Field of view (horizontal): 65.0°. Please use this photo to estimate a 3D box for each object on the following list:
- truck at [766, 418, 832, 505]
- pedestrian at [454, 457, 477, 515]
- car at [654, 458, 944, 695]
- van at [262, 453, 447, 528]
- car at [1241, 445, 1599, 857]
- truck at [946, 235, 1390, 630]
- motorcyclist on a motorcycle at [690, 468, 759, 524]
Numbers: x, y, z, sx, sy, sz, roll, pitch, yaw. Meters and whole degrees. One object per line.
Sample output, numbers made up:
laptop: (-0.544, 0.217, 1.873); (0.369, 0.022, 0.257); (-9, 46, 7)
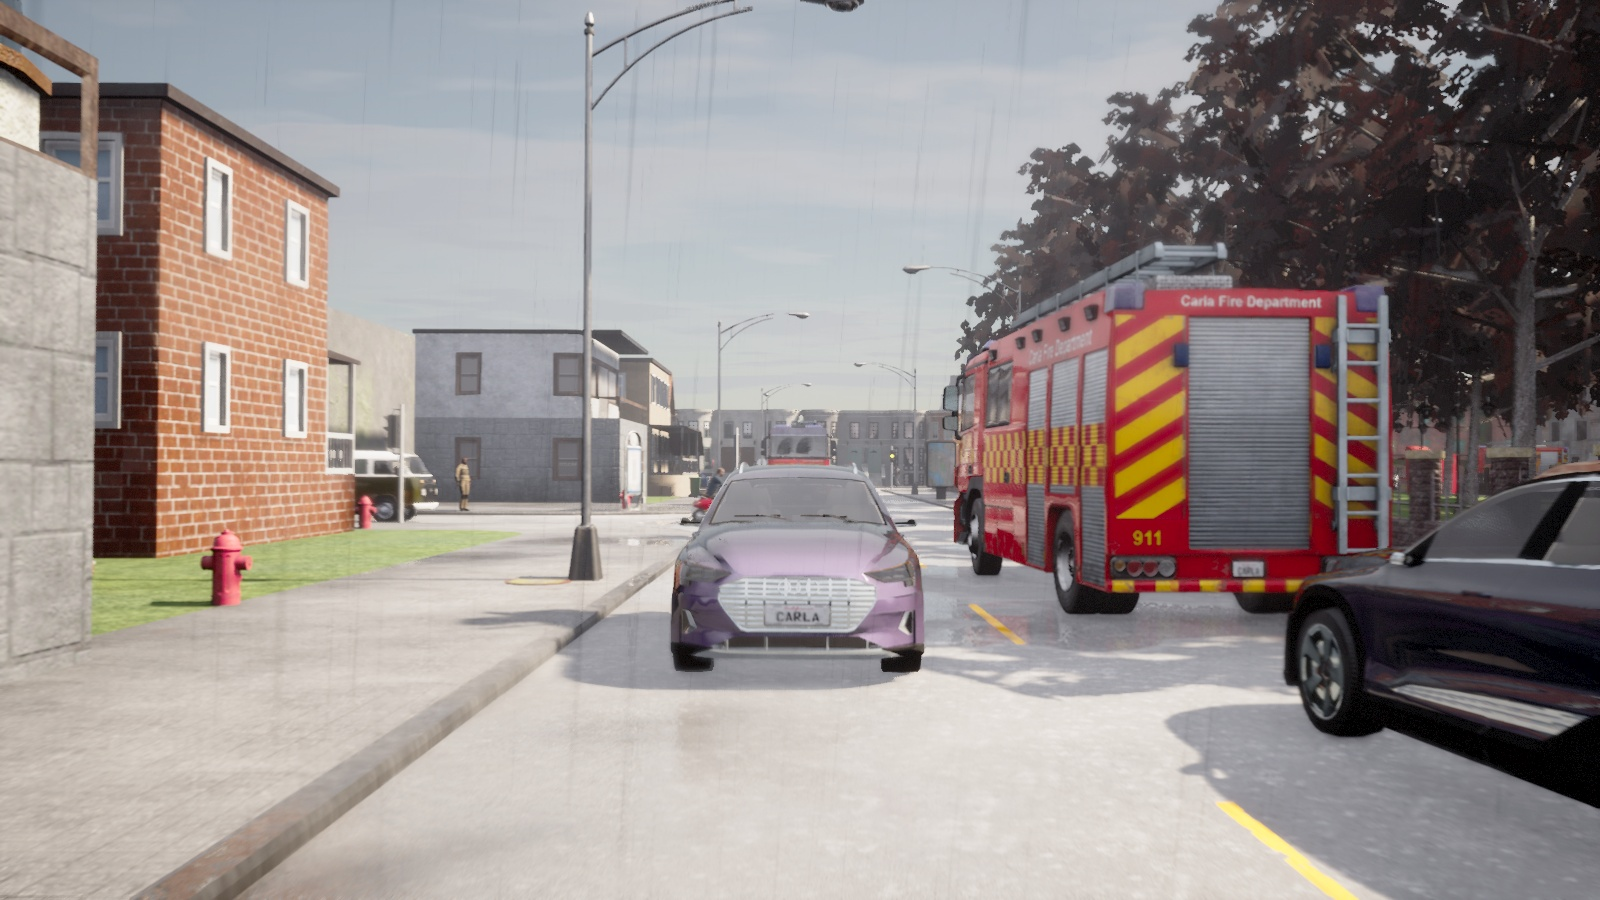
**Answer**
truck: (-0.046, 0.560, 59.815); (2.891, 3.827, 8.468); (0, -1, 0)
pedestrian: (-11.242, 1.209, 42.163); (0.692, 1.930, 0.396); (-1, -1, 33)
car: (-0.009, 0.913, 11.235); (2.033, 1.649, 4.856); (0, -1, 0)
van: (-12.494, 1.125, 35.432); (4.480, 2.038, 2.069); (0, -1, 0)
car: (4.149, 0.819, 6.066); (2.033, 1.649, 4.856); (0, -1, -4)
truck: (4.091, -0.117, 16.475); (2.891, 3.827, 8.468); (0, -1, -3)
motorcyclist on a motorcycle: (-2.177, 1.325, 36.114); (1.817, 1.590, 0.866); (0, -2, -17)
